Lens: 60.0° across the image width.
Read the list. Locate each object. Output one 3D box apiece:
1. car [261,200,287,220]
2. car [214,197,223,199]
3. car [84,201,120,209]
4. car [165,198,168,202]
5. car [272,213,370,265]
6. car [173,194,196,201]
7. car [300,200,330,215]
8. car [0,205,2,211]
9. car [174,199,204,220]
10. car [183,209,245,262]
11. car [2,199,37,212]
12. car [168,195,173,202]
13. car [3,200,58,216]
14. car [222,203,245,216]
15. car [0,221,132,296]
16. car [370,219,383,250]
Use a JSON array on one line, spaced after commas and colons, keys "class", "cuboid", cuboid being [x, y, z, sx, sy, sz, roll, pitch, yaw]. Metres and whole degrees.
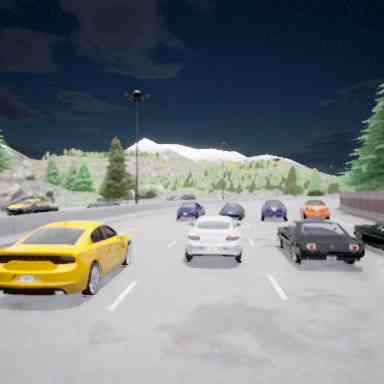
[{"class": "car", "cuboid": [7.137, 1.464, 29.088, 2.097, 1.767, 4.553, 0, 0, 13]}, {"class": "car", "cuboid": [5.834, 1.780, 74.018, 1.895, 1.301, 4.718, 0, 0, 29]}, {"class": "car", "cuboid": [-9.515, 1.633, 35.663, 2.033, 1.411, 5.357, 0, 0, 14]}, {"class": "car", "cuboid": [-4.476, 1.575, 77.094, 2.097, 1.767, 4.553, 0, 0, 27]}, {"class": "car", "cuboid": [4.294, 1.651, 11.923, 1.895, 1.301, 4.718, 0, 0, 5]}, {"class": "car", "cuboid": [-1.111, 1.433, 68.399, 2.150, 2.045, 5.566, 0, 0, 25]}, {"class": "car", "cuboid": [10.870, 1.476, 29.738, 2.097, 1.767, 4.553, 0, 0, 13]}, {"class": "car", "cuboid": [-19.665, 1.570, 38.138, 1.837, 1.490, 4.892, 0, 0, 14]}, {"class": "car", "cuboid": [-0.051, 1.617, 29.091, 1.812, 1.442, 4.674, 0, 0, 12]}, {"class": "car", "cuboid": [0.833, 1.567, 12.259, 1.812, 1.442, 4.674, 0, 0, 5]}, {"class": "car", "cuboid": [-16.864, 1.540, 34.866, 1.882, 1.535, 5.008, 0, 0, 13]}, {"class": "car", "cuboid": [-2.719, 1.730, 72.949, 1.812, 1.442, 4.674, 0, 0, 27]}, {"class": "car", "cuboid": [-14.345, 1.655, 30.149, 1.895, 1.301, 4.718, 0, 0, 12]}, {"class": "car", "cuboid": [3.608, 1.666, 29.344, 1.994, 1.385, 4.181, 0, 0, 13]}, {"class": "car", "cuboid": [-2.971, 1.497, 8.768, 1.882, 1.535, 5.008, 0, 0, 3]}, {"class": "car", "cuboid": [7.870, 1.663, 12.601, 1.895, 1.301, 4.718, 0, 0, 6]}]
